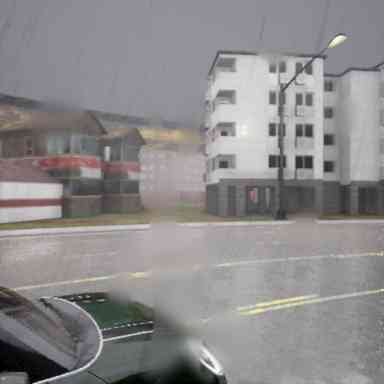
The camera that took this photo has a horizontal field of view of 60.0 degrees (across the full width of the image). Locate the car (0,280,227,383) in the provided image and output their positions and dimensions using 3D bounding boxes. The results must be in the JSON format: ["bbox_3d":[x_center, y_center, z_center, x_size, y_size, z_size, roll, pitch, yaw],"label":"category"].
[{"bbox_3d":[-1.871,1.348,2.274,4.553,1.767,2.097,0,0,-36],"label":"car"}]
